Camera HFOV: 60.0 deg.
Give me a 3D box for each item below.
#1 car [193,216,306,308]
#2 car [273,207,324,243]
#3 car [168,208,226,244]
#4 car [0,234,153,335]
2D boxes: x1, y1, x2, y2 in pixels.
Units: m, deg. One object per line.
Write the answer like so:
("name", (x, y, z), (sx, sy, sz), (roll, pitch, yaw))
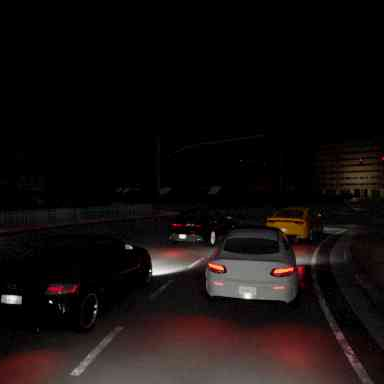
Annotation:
("car", (1.514, 1.526, 7.937), (1.812, 1.442, 4.674), (0, 0, 14))
("car", (5.190, 1.478, 16.451), (1.882, 1.535, 5.008), (0, 0, 30))
("car", (0.591, 1.505, 15.344), (1.837, 1.490, 4.892), (0, 0, 23))
("car", (-2.277, 1.564, 6.905), (1.994, 1.385, 4.181), (0, 0, 11))
